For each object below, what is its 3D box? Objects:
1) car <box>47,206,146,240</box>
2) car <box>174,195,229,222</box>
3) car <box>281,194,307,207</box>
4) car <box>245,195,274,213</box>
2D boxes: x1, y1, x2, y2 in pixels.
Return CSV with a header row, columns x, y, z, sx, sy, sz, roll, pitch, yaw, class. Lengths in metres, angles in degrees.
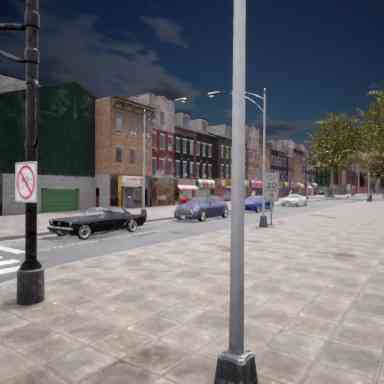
x,y,z,sx,sy,sz,roll,pitch,yaw,class
-4.487,1.408,16.229,1.895,1.301,4.718,1,1,35,car
0.725,1.038,23.530,2.097,1.767,4.553,1,1,35,car
12.167,0.972,39.517,1.812,1.442,4.674,1,1,36,car
5.992,1.049,30.905,1.882,1.535,5.008,1,1,35,car
